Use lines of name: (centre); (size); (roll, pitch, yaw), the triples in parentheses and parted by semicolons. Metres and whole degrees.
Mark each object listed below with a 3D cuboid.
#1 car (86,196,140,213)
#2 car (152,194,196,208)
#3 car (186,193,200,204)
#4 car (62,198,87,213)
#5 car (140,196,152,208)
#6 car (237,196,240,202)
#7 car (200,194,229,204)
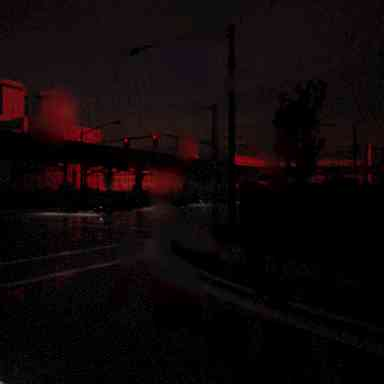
car: (-8.121, 1.370, 34.766); (1.837, 1.490, 4.892); (0, 1, 37)
car: (-2.245, 1.295, 42.536); (2.033, 1.411, 5.357); (0, 1, 37)
car: (-0.643, 0.986, 50.446); (2.097, 1.767, 4.553); (0, 1, 37)
car: (-11.688, 1.411, 35.856); (1.812, 1.442, 4.674); (0, 1, 37)
car: (-6.164, 1.266, 43.156); (2.128, 1.511, 4.902); (0, 1, 37)
car: (9.631, 0.938, 58.162); (2.033, 1.411, 5.357); (0, 1, 38)
car: (3.636, 1.113, 50.301); (1.812, 1.442, 4.674); (0, 1, 37)
